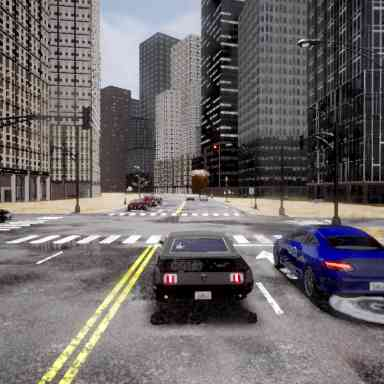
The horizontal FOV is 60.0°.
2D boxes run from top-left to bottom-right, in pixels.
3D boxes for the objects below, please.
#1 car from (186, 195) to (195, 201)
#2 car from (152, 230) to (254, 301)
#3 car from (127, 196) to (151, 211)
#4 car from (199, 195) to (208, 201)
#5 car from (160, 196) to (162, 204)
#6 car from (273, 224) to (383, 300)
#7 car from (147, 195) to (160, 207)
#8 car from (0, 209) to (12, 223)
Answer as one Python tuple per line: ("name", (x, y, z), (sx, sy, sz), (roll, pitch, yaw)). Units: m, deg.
("car", (-0.427, 1.469, 80.443), (1.895, 1.301, 4.718), (0, 0, -4))
("car", (0.111, 1.598, 8.286), (1.895, 1.301, 4.718), (0, 0, -3))
("car", (-6.535, 1.530, 40.350), (1.994, 1.385, 4.181), (0, 0, 0))
("car", (2.822, 1.396, 80.556), (1.812, 1.442, 4.674), (0, 0, -4))
("car", (-6.502, 1.416, 60.890), (2.128, 1.511, 4.902), (0, 0, 0))
("car", (3.354, 1.523, 8.254), (1.812, 1.442, 4.674), (0, 0, 1))
("car", (-6.520, 1.299, 50.599), (2.097, 1.767, 4.553), (0, 0, 0))
("car", (-14.966, 1.442, 22.836), (4.892, 1.490, 1.837), (0, 0, 1))
